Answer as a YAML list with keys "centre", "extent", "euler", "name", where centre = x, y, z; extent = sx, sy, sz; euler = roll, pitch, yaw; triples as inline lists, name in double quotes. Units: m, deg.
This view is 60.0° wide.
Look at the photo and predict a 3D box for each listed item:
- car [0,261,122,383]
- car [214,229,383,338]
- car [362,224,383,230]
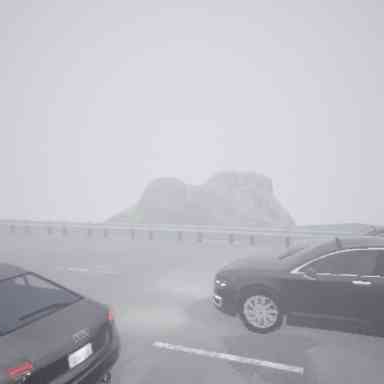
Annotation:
- centre: [-2.964, 1.562, 3.945]
  extent: [4.181, 1.385, 1.994]
  euler: [0, 0, 20]
  name: "car"
- centre: [2.777, 1.506, 5.523]
  extent: [4.892, 1.490, 1.837]
  euler: [0, 0, 22]
  name: "car"
- centre: [5.132, 1.547, 8.393]
  extent: [5.357, 1.411, 2.033]
  euler: [0, 0, 22]
  name: "car"
